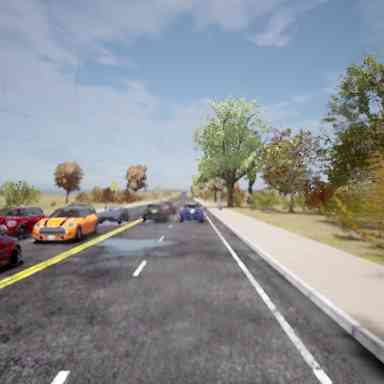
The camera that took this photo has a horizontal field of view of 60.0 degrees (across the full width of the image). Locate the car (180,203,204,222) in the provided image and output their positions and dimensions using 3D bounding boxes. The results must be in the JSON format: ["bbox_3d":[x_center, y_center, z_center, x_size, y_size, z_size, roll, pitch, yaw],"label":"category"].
[{"bbox_3d":[0.023,1.750,30.544,2.097,1.767,4.553,0,-1,1],"label":"car"}]

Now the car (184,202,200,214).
[{"bbox_3d":[0.064,2.132,44.326,1.994,1.385,4.181,0,-1,1],"label":"car"}]

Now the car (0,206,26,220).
[{"bbox_3d":[-9.834,1.598,18.612,2.097,1.767,4.553,0,-1,0],"label":"car"}]

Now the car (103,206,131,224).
[{"bbox_3d":[-6.543,1.918,28.419,2.033,1.411,5.357,0,-1,0],"label":"car"}]

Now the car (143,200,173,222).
[{"bbox_3d":[-3.224,1.752,30.691,2.097,1.767,4.553,0,-1,0],"label":"car"}]

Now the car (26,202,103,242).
[{"bbox_3d":[-6.580,1.588,17.845,2.097,1.767,4.553,0,-1,0],"label":"car"}]

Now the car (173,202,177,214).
[{"bbox_3d":[-3.181,1.925,44.754,2.097,1.767,4.553,0,-1,0],"label":"car"}]

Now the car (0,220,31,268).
[{"bbox_3d":[-6.577,1.687,9.193,1.994,1.385,4.181,0,-1,1],"label":"car"}]
